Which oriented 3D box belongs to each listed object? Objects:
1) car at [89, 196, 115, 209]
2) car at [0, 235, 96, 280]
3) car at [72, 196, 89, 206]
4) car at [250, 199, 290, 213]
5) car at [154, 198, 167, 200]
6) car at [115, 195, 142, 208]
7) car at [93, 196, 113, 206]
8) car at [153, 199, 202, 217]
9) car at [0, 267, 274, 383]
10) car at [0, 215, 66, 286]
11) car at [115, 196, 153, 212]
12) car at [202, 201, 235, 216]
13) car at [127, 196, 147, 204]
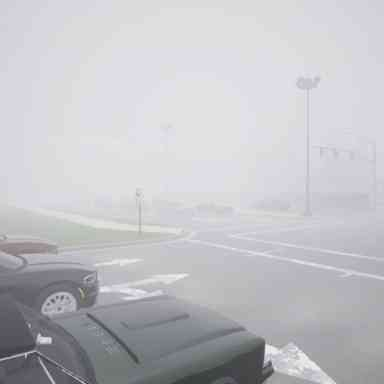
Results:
[{"bbox_3d":[-12.177,1.483,46.379,1.882,1.535,5.008,0,0,-36],"label":"car"},{"bbox_3d":[-3.995,1.478,5.214,5.008,1.535,1.882,0,0,-35],"label":"car"},{"bbox_3d":[-18.386,1.483,55.006,1.882,1.535,5.008,0,0,-35],"label":"car"},{"bbox_3d":[8.711,1.500,37.606,2.128,1.511,4.902,0,0,-36],"label":"car"},{"bbox_3d":[-3.441,1.511,40.334,1.837,1.490,4.892,0,0,-36],"label":"car"},{"bbox_3d":[-9.308,1.358,48.374,2.097,1.767,4.553,0,0,-36],"label":"car"},{"bbox_3d":[-15.175,1.511,56.531,1.837,1.490,4.892,0,0,-35],"label":"car"},{"bbox_3d":[-1.508,1.606,31.760,1.895,1.301,4.718,0,0,-36],"label":"car"},{"bbox_3d":[-1.535,1.601,2.665,4.718,1.301,1.895,0,0,-35],"label":"car"},{"bbox_3d":[-5.936,1.478,8.132,5.008,1.535,1.882,0,0,-35],"label":"car"},{"bbox_3d":[-6.840,1.357,39.053,2.097,1.767,4.553,0,0,-36],"label":"car"},{"bbox_3d":[2.035,1.607,32.845,1.895,1.301,4.718,0,0,-36],"label":"car"},{"bbox_3d":[-10.676,1.486,64.243,1.882,1.535,5.008,0,0,-36],"label":"car"}]
